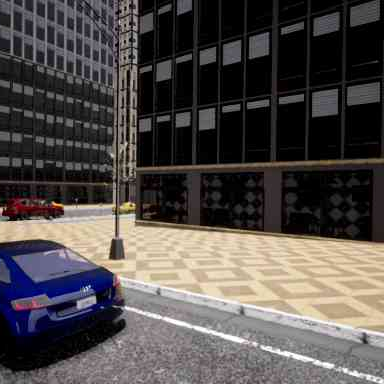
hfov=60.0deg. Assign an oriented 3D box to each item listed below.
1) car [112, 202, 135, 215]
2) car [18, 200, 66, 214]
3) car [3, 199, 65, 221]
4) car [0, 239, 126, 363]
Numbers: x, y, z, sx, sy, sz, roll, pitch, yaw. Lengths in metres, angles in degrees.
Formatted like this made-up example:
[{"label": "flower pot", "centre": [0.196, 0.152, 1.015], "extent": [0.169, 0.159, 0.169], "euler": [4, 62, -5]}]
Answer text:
[{"label": "car", "centre": [-7.013, 1.830, 38.383], "extent": [1.752, 1.417, 4.829], "euler": [1, 0, 36]}, {"label": "car", "centre": [-17.308, 1.643, 38.510], "extent": [1.752, 1.417, 4.829], "euler": [1, 0, 36]}, {"label": "car", "centre": [-13.778, 1.520, 29.147], "extent": [2.192, 1.841, 5.009], "euler": [1, 0, 36]}, {"label": "car", "centre": [-3.181, 1.561, 5.935], "extent": [4.181, 1.385, 1.994], "euler": [0, 0, 34]}]
